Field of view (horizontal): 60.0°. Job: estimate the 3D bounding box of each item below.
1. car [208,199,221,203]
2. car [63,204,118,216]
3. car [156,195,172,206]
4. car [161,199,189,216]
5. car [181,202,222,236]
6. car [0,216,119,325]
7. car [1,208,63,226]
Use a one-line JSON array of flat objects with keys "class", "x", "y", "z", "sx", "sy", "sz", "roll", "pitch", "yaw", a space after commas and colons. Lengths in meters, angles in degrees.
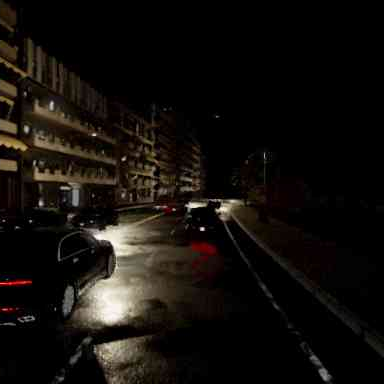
[{"class": "car", "x": 3.340, "y": 1.794, "z": 50.298, "sx": 1.994, "sy": 1.385, "sz": 4.181, "roll": 0, "pitch": 0, "yaw": 7}, {"class": "car", "x": -5.980, "y": 1.564, "z": 20.870, "sx": 1.837, "sy": 1.490, "sz": 4.892, "roll": 0, "pitch": 0, "yaw": 3}, {"class": "car", "x": -5.064, "y": 1.496, "z": 61.796, "sx": 2.150, "sy": 2.045, "sz": 5.566, "roll": 0, "pitch": 0, "yaw": 9}, {"class": "car", "x": -1.582, "y": 1.694, "z": 34.630, "sx": 1.994, "sy": 1.385, "sz": 4.181, "roll": 0, "pitch": 0, "yaw": 5}, {"class": "car", "x": 0.627, "y": 1.578, "z": 18.965, "sx": 1.837, "sy": 1.490, "sz": 4.892, "roll": 0, "pitch": 0, "yaw": 3}, {"class": "car", "x": -3.051, "y": 1.521, "z": 7.243, "sx": 1.837, "sy": 1.490, "sz": 4.892, "roll": 0, "pitch": 0, "yaw": 1}, {"class": "car", "x": -9.285, "y": 1.646, "z": 20.057, "sx": 1.895, "sy": 1.301, "sz": 4.718, "roll": 0, "pitch": 0, "yaw": 3}]
